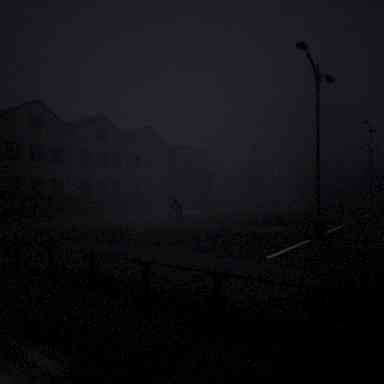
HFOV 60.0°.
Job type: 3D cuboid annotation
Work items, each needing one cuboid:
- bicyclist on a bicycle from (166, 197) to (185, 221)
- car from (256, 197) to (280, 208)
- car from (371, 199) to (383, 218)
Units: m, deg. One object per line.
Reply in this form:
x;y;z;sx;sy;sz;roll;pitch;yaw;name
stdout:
-1.162;1.187;22.875;1.656;1.620;0.582;-1;0;35;bicyclist on a bicycle
10.651;1.457;46.514;2.033;1.411;5.357;0;0;32;car
15.656;1.313;26.645;2.007;1.523;4.514;0;0;35;car
